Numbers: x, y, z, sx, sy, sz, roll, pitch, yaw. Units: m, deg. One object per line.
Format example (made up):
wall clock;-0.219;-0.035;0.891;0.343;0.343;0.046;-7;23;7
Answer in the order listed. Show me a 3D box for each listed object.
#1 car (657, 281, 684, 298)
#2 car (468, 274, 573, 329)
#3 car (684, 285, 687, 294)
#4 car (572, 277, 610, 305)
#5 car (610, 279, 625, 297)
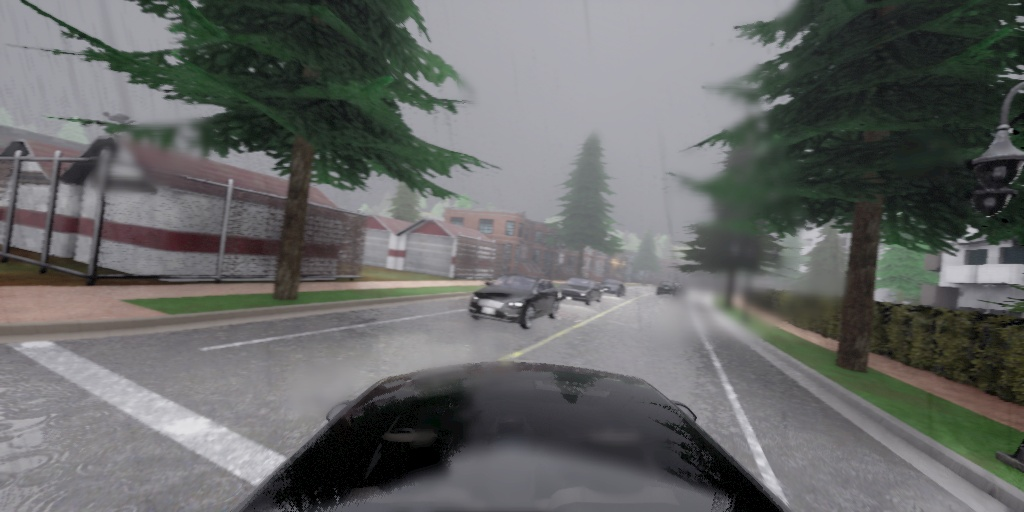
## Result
car;17.681;3.617;40.360;2.097;1.767;4.553;6;-1;29
car;0.299;1.380;12.162;2.128;1.511;4.902;7;-1;22
car;23.457;4.559;50.484;2.128;1.511;4.902;6;-1;31
car;4.127;1.992;21.258;2.033;1.411;5.357;6;-1;24
car;8.341;2.610;30.290;1.994;1.385;4.181;6;-1;26
